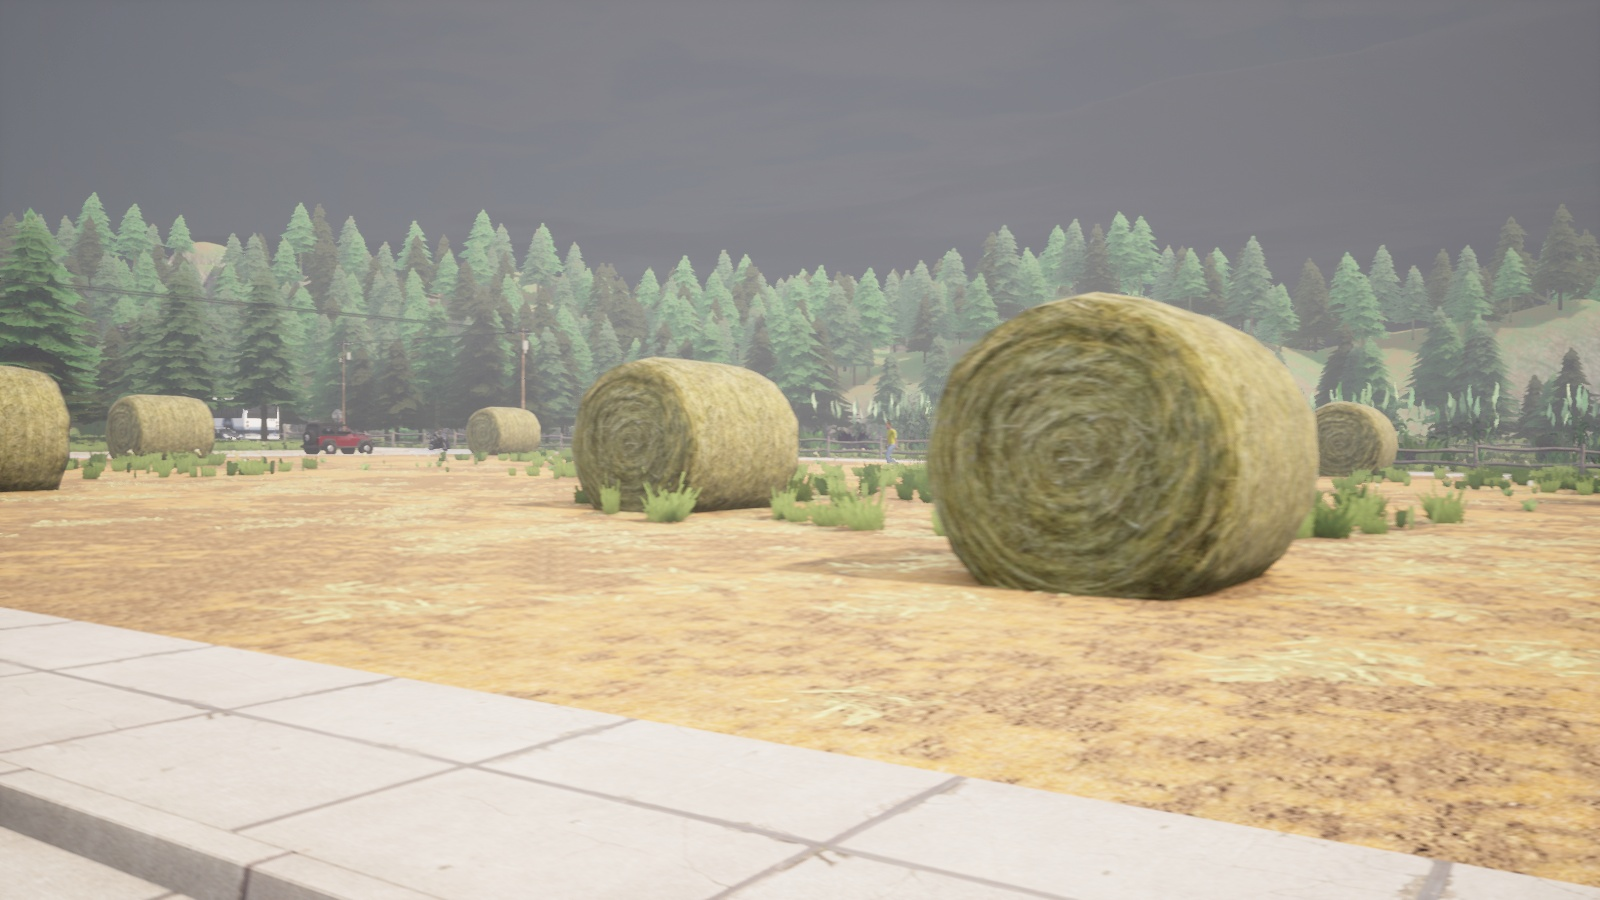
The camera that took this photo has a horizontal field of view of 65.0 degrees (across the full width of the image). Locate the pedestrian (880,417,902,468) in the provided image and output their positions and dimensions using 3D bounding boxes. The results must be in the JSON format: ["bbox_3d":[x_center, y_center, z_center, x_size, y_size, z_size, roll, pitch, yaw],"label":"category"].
[{"bbox_3d":[3.297,-0.271,45.427,0.706,1.836,0.354,-1,1,-14],"label":"pedestrian"}]

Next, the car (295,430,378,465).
[{"bbox_3d":[-25.440,-0.157,69.011,1.905,1.878,3.866,0,1,35],"label":"car"}]

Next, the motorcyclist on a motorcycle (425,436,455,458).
[{"bbox_3d":[-24.819,-0.197,86.497,2.191,1.530,0.866,0,1,38],"label":"motorcyclist on a motorcycle"}]
